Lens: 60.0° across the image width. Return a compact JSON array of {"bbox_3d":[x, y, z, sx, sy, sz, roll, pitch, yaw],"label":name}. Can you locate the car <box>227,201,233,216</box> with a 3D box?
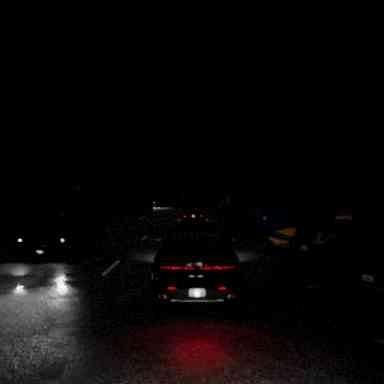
[{"bbox_3d":[5.958,1.776,28.876,4.892,1.521,2.231,1,0,-20],"label":"car"}]

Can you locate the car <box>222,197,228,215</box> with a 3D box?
[{"bbox_3d":[5.989,1.709,34.927,4.553,1.767,2.185,1,0,-20],"label":"car"}]

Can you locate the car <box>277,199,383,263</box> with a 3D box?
[{"bbox_3d":[5.910,1.343,10.741,5.566,2.045,2.435,1,0,-20],"label":"car"}]

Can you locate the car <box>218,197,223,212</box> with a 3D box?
[{"bbox_3d":[5.939,1.611,37.926,5.566,2.045,2.435,1,0,-20],"label":"car"}]

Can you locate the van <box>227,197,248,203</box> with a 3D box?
[{"bbox_3d":[6.064,1.580,31.945,4.442,1.987,1.878,1,-1,-20],"label":"van"}]

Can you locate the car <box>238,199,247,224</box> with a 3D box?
[{"bbox_3d":[5.919,1.589,22.827,4.553,1.767,2.185,1,-1,-20],"label":"car"}]

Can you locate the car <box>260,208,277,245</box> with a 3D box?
[{"bbox_3d":[5.767,1.619,13.701,5.366,1.575,1.946,1,0,-20],"label":"car"}]

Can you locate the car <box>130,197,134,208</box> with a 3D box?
[{"bbox_3d":[-11.008,1.702,47.052,5.566,2.045,2.435,-1,0,-20],"label":"car"}]

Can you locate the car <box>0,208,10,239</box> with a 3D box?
[{"bbox_3d":[-10.980,1.664,14.538,4.792,1.488,2.163,-1,-1,-20],"label":"car"}]

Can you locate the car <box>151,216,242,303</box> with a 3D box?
[{"bbox_3d":[0.090,1.591,8.423,1.837,1.490,4.892,0,-1,0],"label":"car"}]

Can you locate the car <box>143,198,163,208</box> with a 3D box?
[{"bbox_3d":[-7.337,1.963,62.129,2.097,1.767,4.553,0,0,-36],"label":"car"}]

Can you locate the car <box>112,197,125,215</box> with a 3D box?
[{"bbox_3d":[-10.970,1.616,38.210,5.566,2.045,2.435,-1,-1,-20],"label":"car"}]

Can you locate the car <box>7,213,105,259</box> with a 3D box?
[{"bbox_3d":[-5.106,1.737,13.409,1.895,1.301,4.718,0,-1,0],"label":"car"}]

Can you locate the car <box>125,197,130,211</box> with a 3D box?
[{"bbox_3d":[-10.967,1.644,41.169,5.566,2.045,2.435,-1,-1,-20],"label":"car"}]

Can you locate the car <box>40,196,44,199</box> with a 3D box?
[{"bbox_3d":[-26.657,1.834,60.430,2.435,2.045,5.566,0,0,-19],"label":"car"}]

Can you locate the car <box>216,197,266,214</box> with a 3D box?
[{"bbox_3d":[5.982,1.641,40.986,5.566,2.045,2.435,1,-1,-20],"label":"car"}]

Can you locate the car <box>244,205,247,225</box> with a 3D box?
[{"bbox_3d":[5.914,1.714,19.802,4.792,1.488,2.163,1,0,-20],"label":"car"}]

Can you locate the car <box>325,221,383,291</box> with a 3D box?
[{"bbox_3d":[5.923,1.566,7.731,4.892,1.521,2.231,1,-1,-20],"label":"car"}]

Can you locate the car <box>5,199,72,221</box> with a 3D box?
[{"bbox_3d":[-11.030,1.598,23.390,4.553,1.767,2.185,-1,-1,-20],"label":"car"}]

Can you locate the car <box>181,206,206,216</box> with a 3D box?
[{"bbox_3d":[0.104,1.811,26.291,2.033,1.411,5.357,0,-1,0],"label":"car"}]

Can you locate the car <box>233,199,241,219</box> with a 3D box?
[{"bbox_3d":[5.912,1.619,25.857,4.553,1.767,2.185,1,-1,-20],"label":"car"}]

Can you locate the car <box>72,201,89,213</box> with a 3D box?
[{"bbox_3d":[-10.997,1.753,26.363,4.892,1.521,2.231,-1,0,-20],"label":"car"}]

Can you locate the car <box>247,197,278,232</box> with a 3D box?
[{"bbox_3d":[5.973,1.404,16.803,5.566,2.045,2.435,1,-1,-20],"label":"car"}]

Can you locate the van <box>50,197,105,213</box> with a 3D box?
[{"bbox_3d":[-11.106,1.585,32.233,4.442,1.987,1.878,-1,0,-20],"label":"van"}]

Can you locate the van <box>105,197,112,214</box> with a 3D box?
[{"bbox_3d":[-11.103,1.614,35.192,4.442,1.987,1.878,-1,0,-20],"label":"van"}]
